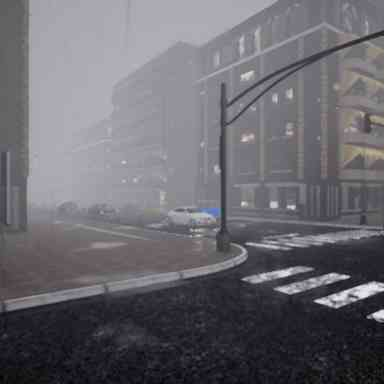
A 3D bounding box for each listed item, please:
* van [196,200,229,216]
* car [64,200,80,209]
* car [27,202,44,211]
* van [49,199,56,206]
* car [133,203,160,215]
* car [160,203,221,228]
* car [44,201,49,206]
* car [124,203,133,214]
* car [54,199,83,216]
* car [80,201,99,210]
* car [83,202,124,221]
[{"bbox_3d":[1.739,1.695,32.007,1.690,1.788,3.998,-1,0,-36],"label":"van"},{"bbox_3d":[-24.809,2.543,68.507,1.967,1.590,4.097,-1,0,-36],"label":"car"},{"bbox_3d":[-28.148,2.522,58.929,1.752,1.417,4.829,-1,0,-36],"label":"car"},{"bbox_3d":[-31.416,2.632,77.659,1.690,1.788,3.998,-1,0,-36],"label":"van"},{"bbox_3d":[-5.097,2.068,41.195,1.752,1.417,4.829,-1,0,-36],"label":"car"},{"bbox_3d":[-0.175,1.801,24.730,1.812,1.442,4.674,0,-1,-36],"label":"car"},{"bbox_3d":[-38.013,3.046,86.807,1.947,1.339,4.313,-1,0,-36],"label":"car"},{"bbox_3d":[-8.299,2.199,45.631,1.947,1.339,4.313,-1,0,-36],"label":"car"},{"bbox_3d":[-15.043,2.064,40.767,1.967,1.590,4.097,-1,0,-36],"label":"car"},{"bbox_3d":[-18.304,2.443,59.495,1.752,1.417,4.829,-1,0,-36],"label":"car"},{"bbox_3d":[-8.440,1.877,31.617,1.967,1.590,4.097,-1,0,-36],"label":"car"}]
